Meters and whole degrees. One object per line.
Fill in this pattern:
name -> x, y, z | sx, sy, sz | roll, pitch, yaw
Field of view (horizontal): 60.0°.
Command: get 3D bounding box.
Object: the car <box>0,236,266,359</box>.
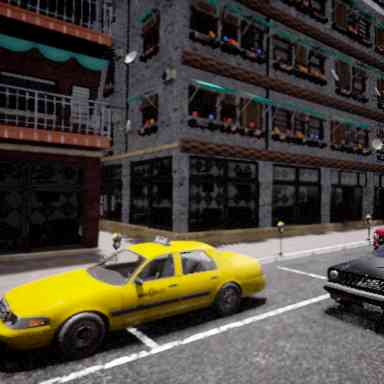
car -> -0.758, 1.525, 5.972 | 4.829, 1.417, 1.752 | 0, 1, -36

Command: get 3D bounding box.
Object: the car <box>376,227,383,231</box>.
car -> 8.656, 1.547, 12.686 | 4.507, 1.381, 1.887 | 0, 1, -36

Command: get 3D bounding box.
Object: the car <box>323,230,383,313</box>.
car -> 4.775, 1.602, 6.789 | 4.718, 1.301, 1.895 | 0, 0, -36
